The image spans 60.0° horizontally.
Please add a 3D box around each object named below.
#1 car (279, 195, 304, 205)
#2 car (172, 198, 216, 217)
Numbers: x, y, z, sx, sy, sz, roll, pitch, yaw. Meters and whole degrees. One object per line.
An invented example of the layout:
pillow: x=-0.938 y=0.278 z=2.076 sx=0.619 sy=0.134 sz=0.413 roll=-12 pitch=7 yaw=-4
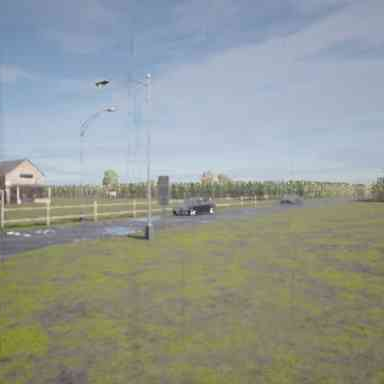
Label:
car: x=14.471 y=1.114 z=48.097 sx=2.033 sy=1.411 sz=5.357 roll=0 pitch=0 yaw=37
car: x=0.226 y=1.280 z=29.047 sx=1.837 sy=1.490 sz=4.892 roll=0 pitch=1 yaw=37
